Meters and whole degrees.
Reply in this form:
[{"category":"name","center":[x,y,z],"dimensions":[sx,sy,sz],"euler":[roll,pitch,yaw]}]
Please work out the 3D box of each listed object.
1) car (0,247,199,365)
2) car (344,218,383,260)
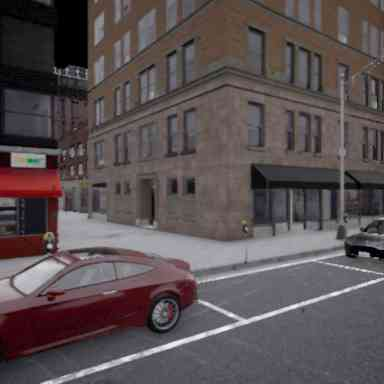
[{"category":"car","center":[-1.821,1.585,5.236],"dimensions":[4.206,1.307,1.802],"euler":[0,0,-36]},{"category":"car","center":[7.133,1.580,11.629],"dimensions":[4.313,1.339,1.947],"euler":[0,0,-36]}]
